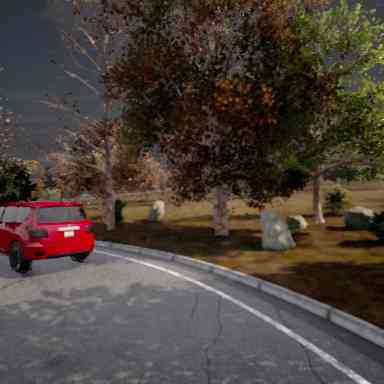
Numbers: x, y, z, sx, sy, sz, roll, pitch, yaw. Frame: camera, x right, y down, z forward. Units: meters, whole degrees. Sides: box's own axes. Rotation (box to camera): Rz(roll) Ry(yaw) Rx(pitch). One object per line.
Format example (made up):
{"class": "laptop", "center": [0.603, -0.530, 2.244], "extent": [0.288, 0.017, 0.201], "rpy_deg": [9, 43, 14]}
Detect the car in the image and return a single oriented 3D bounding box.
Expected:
{"class": "car", "center": [-5.579, 1.340, 11.508], "extent": [5.566, 2.045, 2.150], "rpy_deg": [-1, -1, 42]}
